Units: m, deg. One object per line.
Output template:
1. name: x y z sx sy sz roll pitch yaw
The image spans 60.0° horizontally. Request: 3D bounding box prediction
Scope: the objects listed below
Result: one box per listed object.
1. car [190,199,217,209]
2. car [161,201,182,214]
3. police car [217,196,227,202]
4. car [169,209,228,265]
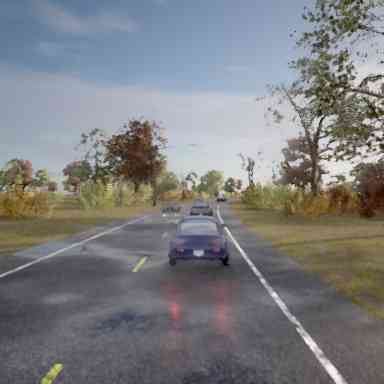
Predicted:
1. car: 0.866 1.609 29.324 2.128 1.511 4.902 0 0 3
2. car: -2.314 1.731 38.412 1.994 1.385 4.181 0 0 4
3. police car: 7.520 1.949 88.439 1.930 1.638 5.238 0 -1 8
4. car: 0.244 1.565 11.746 1.812 1.442 4.674 0 0 1
